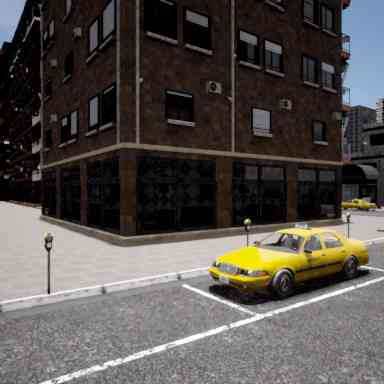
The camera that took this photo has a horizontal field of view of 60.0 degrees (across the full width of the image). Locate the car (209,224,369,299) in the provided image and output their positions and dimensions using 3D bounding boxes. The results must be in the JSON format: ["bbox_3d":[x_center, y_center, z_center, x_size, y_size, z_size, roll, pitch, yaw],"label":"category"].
[{"bbox_3d":[2.638,1.525,8.454,4.829,1.417,1.752,0,0,-36],"label":"car"}]

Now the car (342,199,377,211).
[{"bbox_3d":[19.289,1.469,39.688,1.752,1.417,4.829,0,0,-35],"label":"car"}]
